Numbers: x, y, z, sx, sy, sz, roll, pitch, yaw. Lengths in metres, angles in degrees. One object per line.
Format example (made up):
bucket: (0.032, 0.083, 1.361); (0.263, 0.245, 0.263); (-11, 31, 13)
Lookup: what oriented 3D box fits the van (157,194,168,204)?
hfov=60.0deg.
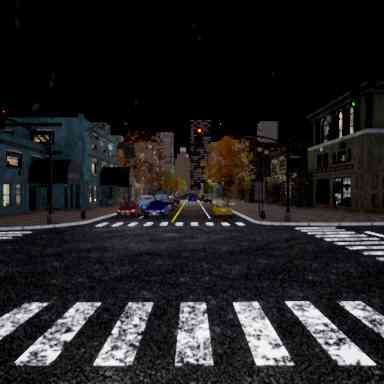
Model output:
van: (-5.656, 1.324, 63.645); (1.690, 1.788, 3.998); (0, 0, 0)

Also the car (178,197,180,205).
car: (-3.063, 1.552, 47.944); (1.994, 1.385, 4.181); (0, 0, 0)

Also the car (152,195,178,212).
car: (-3.075, 1.482, 38.820); (2.128, 1.511, 4.902); (0, 0, 0)

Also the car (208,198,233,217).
car: (2.706, 1.518, 30.532); (1.752, 1.417, 4.829); (-1, 0, 0)

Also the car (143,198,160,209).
car: (-5.665, 1.533, 47.007); (1.887, 1.381, 4.507); (0, 0, 0)

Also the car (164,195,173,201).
car: (-5.645, 1.544, 80.284); (1.947, 1.339, 4.313); (0, 0, 0)

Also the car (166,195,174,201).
car: (-5.641, 1.521, 85.831); (1.887, 1.381, 4.507); (0, 0, 0)

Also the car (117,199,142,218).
car: (-5.674, 1.575, 30.367); (1.802, 1.307, 4.206); (0, 0, 0)

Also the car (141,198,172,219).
car: (-3.099, 1.519, 29.621); (1.812, 1.442, 4.674); (0, 0, 0)

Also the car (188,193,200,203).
car: (0.110, 1.459, 70.795); (1.882, 1.535, 5.008); (0, 0, 0)

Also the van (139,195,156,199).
van: (-5.669, 1.331, 41.460); (1.690, 1.788, 3.998); (0, 0, 0)

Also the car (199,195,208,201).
car: (2.737, 1.523, 80.279); (1.887, 1.381, 4.507); (-1, 0, 0)

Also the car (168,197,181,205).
car: (-3.028, 1.586, 58.054); (1.895, 1.301, 4.718); (0, 0, 0)

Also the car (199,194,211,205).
car: (2.723, 1.536, 58.094); (2.008, 1.369, 4.403); (-1, 0, 0)

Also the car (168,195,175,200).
car: (-5.638, 1.556, 91.377); (1.802, 1.307, 4.206); (0, 0, 0)

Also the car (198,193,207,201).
car: (2.737, 1.291, 85.826); (2.192, 1.841, 5.009); (-1, 0, 0)

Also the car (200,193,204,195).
car: (2.733, 1.546, 74.733); (1.947, 1.339, 4.313); (-1, 0, 0)
